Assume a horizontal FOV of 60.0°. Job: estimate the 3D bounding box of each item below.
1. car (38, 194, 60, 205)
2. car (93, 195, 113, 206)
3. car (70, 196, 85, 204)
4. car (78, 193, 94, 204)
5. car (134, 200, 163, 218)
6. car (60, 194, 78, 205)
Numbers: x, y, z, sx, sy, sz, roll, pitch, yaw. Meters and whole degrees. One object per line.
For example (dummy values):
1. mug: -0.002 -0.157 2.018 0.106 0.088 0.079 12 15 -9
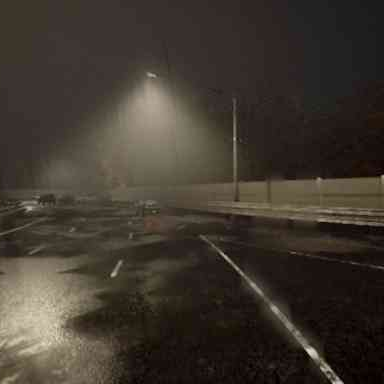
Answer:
1. car: -26.788 1.331 61.342 2.150 2.045 5.566 0 0 -37
2. car: -14.385 1.581 54.653 1.812 1.442 4.674 0 0 -29
3. car: -24.227 1.644 70.386 1.812 1.442 4.674 0 0 -33
4. car: -20.747 1.221 65.028 2.150 2.045 5.566 0 0 -37
5. car: -4.086 1.492 30.625 2.128 1.511 4.902 -1 0 -20
6. car: -23.923 1.558 63.357 1.882 1.535 5.008 0 0 -37
